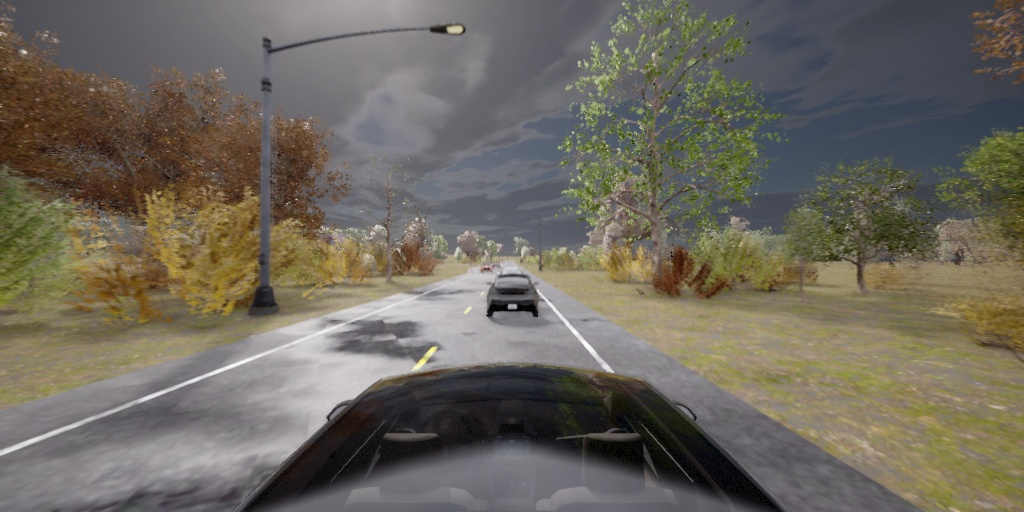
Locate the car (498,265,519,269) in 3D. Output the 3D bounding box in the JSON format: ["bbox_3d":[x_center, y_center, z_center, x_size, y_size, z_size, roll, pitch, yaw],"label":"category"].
[{"bbox_3d":[-0.025,1.660,29.816,1.812,1.442,4.674,0,-1,0],"label":"car"}]

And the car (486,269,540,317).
[{"bbox_3d":[0.032,1.426,14.130,1.837,1.490,4.892,0,0,0],"label":"car"}]

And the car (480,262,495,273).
[{"bbox_3d":[-4.268,1.874,59.960,2.097,1.767,4.553,0,-1,-4],"label":"car"}]
